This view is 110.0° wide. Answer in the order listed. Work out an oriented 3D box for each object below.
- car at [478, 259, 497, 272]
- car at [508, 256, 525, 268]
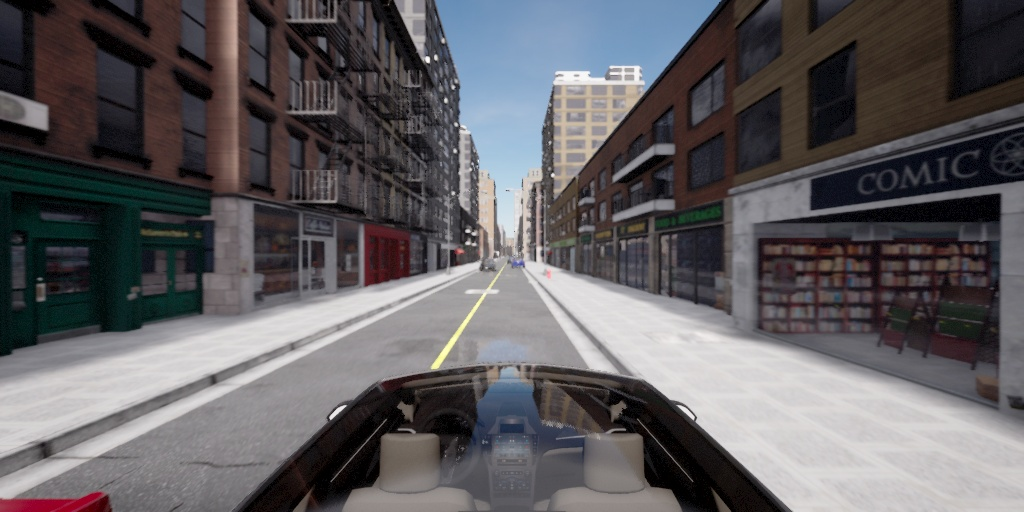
[{"bbox_3d":[-2.843,1.119,42.573,1.837,1.490,4.892,0,0,0],"label":"car"},{"bbox_3d":[0.918,0.883,54.217,2.097,1.767,4.553,-2,0,0],"label":"car"}]
